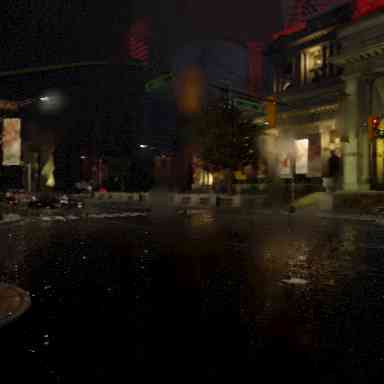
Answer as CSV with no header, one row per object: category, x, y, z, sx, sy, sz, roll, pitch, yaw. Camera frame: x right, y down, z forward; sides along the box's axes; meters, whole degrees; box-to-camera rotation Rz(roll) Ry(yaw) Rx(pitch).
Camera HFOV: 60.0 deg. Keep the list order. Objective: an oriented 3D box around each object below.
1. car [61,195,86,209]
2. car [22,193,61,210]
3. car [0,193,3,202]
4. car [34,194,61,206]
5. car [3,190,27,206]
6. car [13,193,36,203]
car,-13.993,1.093,38.819,2.128,1.511,4.902,0,1,-39
car,-16.589,1.149,36.483,2.033,1.411,5.357,0,1,-39
car,-30.282,0.868,51.682,5.008,1.535,1.882,1,1,38
car,-20.194,1.048,46.344,2.033,1.411,5.357,0,1,-40
car,-23.075,0.718,44.337,2.150,2.045,5.566,0,1,-41
car,-27.053,0.923,53.691,4.674,1.442,1.812,1,1,42
